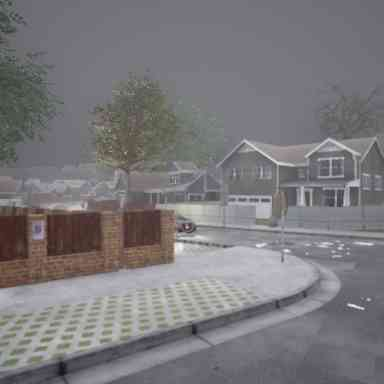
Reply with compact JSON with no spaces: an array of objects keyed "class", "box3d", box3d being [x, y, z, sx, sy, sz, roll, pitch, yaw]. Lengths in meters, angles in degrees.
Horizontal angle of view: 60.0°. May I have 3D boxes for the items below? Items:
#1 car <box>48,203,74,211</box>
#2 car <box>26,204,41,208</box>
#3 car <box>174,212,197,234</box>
[{"class":"car","box3d":[-12.416,1.865,31.485,1.882,1.535,5.008,1,-1,-37]},{"class":"car","box3d":[-22.146,2.287,46.509,1.895,1.301,4.718,1,-1,-28]},{"class":"car","box3d":[-1.669,1.755,19.477,4.181,1.385,1.994,-1,-1,45]}]
